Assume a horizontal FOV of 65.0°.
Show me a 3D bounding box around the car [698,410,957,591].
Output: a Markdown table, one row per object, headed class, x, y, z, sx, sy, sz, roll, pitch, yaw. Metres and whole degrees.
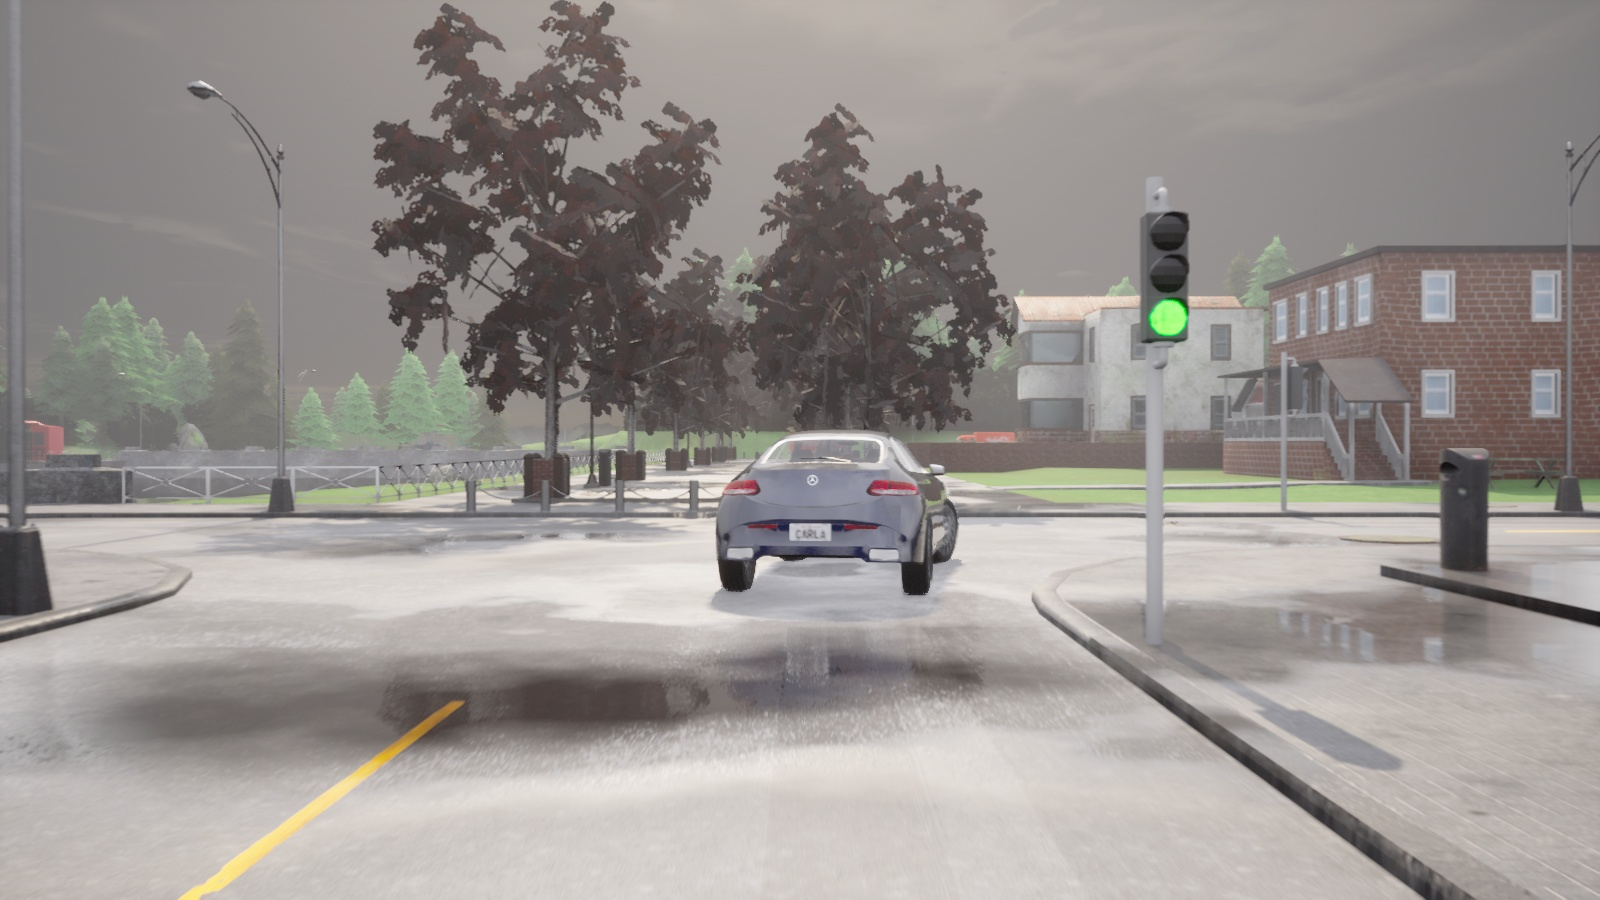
| class | x | y | z | sx | sy | sz | roll | pitch | yaw |
| --- | --- | --- | --- | --- | --- | --- | --- | --- | --- |
| car | 0.549 | 0.448 | 14.122 | 2.152 | 1.651 | 5.027 | 0 | 0 | 10 |
